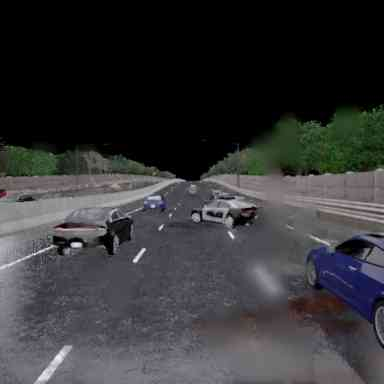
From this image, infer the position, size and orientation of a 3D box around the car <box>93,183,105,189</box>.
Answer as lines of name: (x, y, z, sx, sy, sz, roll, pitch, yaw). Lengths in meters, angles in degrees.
car: (-20.730, -1.190, 74.204, 1.812, 1.442, 4.674, 0, 3, 0)

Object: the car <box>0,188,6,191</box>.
car: (-20.973, 0.611, 33.835, 2.150, 2.045, 5.566, 0, 1, 0)

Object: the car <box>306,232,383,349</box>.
car: (3.520, 1.428, 5.777, 1.812, 1.442, 4.674, 0, 1, 0)

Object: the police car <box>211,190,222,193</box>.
police car: (3.641, 0.775, 38.774, 2.038, 1.542, 4.974, 0, 1, 0)

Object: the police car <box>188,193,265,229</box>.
police car: (1.846, 1.086, 19.090, 1.930, 1.638, 5.238, -1, 1, -35)

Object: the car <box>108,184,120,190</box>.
car: (-17.230, -1.059, 74.170, 1.882, 1.535, 5.008, 0, 3, 0)

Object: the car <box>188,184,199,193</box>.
car: (0.234, -0.090, 61.137, 2.128, 1.511, 4.902, 0, 3, 0)

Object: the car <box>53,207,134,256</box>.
car: (-3.356, 1.283, 12.114, 2.128, 1.511, 4.902, 0, 1, 0)

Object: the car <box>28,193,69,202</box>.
car: (-13.974, 0.883, 33.457, 2.128, 1.511, 4.902, 0, 1, 0)

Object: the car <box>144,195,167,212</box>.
car: (-3.289, 0.975, 30.394, 1.812, 1.442, 4.674, 0, 1, 0)

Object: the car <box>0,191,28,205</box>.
car: (-17.475, 0.897, 32.821, 2.128, 1.511, 4.902, 0, 1, 0)

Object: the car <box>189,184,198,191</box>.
car: (0.288, -1.120, 78.979, 1.994, 1.385, 4.181, 0, 3, 0)
